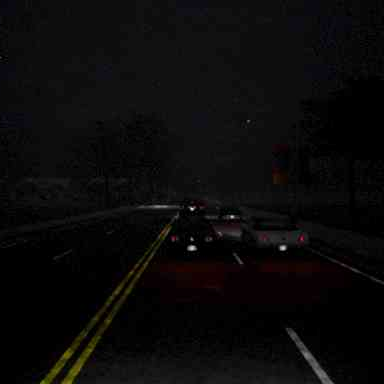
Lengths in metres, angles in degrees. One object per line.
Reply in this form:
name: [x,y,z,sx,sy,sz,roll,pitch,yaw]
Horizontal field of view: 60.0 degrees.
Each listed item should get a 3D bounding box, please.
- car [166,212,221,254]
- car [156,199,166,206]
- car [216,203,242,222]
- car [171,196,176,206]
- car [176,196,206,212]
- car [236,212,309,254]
car: [0.001,1.729,14.100,1.895,1.301,4.718,0,0,0]
car: [-6.505,2.194,69.967,1.895,1.301,4.718,0,0,0]
car: [3.252,1.769,29.284,1.837,1.490,4.892,0,0,0]
car: [-3.255,1.824,69.971,2.150,2.045,5.566,0,0,0]
car: [-0.001,1.475,29.017,2.150,2.045,5.566,0,0,0]
car: [3.251,1.728,14.099,1.895,1.301,4.718,0,0,0]
